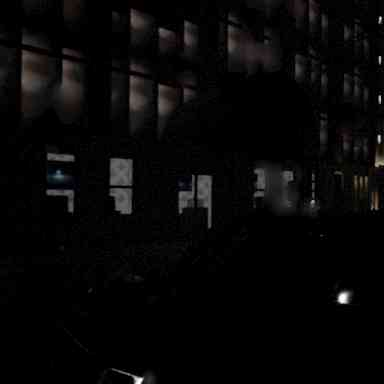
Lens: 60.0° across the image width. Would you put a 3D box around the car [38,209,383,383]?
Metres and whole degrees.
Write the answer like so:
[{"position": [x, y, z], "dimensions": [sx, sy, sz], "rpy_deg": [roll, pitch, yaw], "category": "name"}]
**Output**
[{"position": [1.259, 1.260, 3.980], "dimensions": [5.566, 2.045, 2.150], "rpy_deg": [1, -1, -36], "category": "car"}]
